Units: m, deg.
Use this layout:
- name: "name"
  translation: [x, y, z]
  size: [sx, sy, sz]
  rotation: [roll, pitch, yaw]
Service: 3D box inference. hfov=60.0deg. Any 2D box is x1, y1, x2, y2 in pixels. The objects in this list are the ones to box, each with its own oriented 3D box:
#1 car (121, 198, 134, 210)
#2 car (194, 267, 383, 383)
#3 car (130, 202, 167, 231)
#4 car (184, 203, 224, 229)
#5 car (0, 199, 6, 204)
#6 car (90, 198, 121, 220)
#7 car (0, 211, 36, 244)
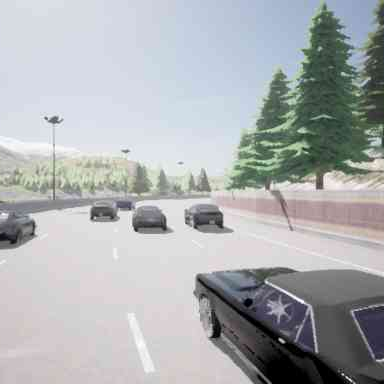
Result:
- name: "car"
  translation: [-8.465, 1.471, 42.418]
  size: [1.882, 1.535, 5.008]
  rotation: [0, 0, -1]
- name: "car"
  translation: [1.553, 1.600, 3.946]
  size: [1.895, 1.301, 4.718]
  rotation: [0, 0, -18]
- name: "car"
  translation: [-2.724, 1.561, 20.949]
  size: [1.994, 1.385, 4.181]
  rotation: [0, 0, -11]
- name: "car"
  translation: [0.698, 1.501, 21.606]
  size: [1.837, 1.490, 4.892]
  rotation: [0, 0, -11]
- name: "car"
  translation: [-22.438, 1.500, 36.892]
  size: [1.837, 1.490, 4.892]
  rotation: [0, 0, -3]
- name: "car"
  translation: [-7.394, 1.500, 28.185]
  size: [1.837, 1.490, 4.892]
  rotation: [0, 0, -8]
- name: "car"
  translation: [-8.791, 1.561, 15.663]
  size: [1.994, 1.385, 4.181]
  rotation: [0, 0, -12]
